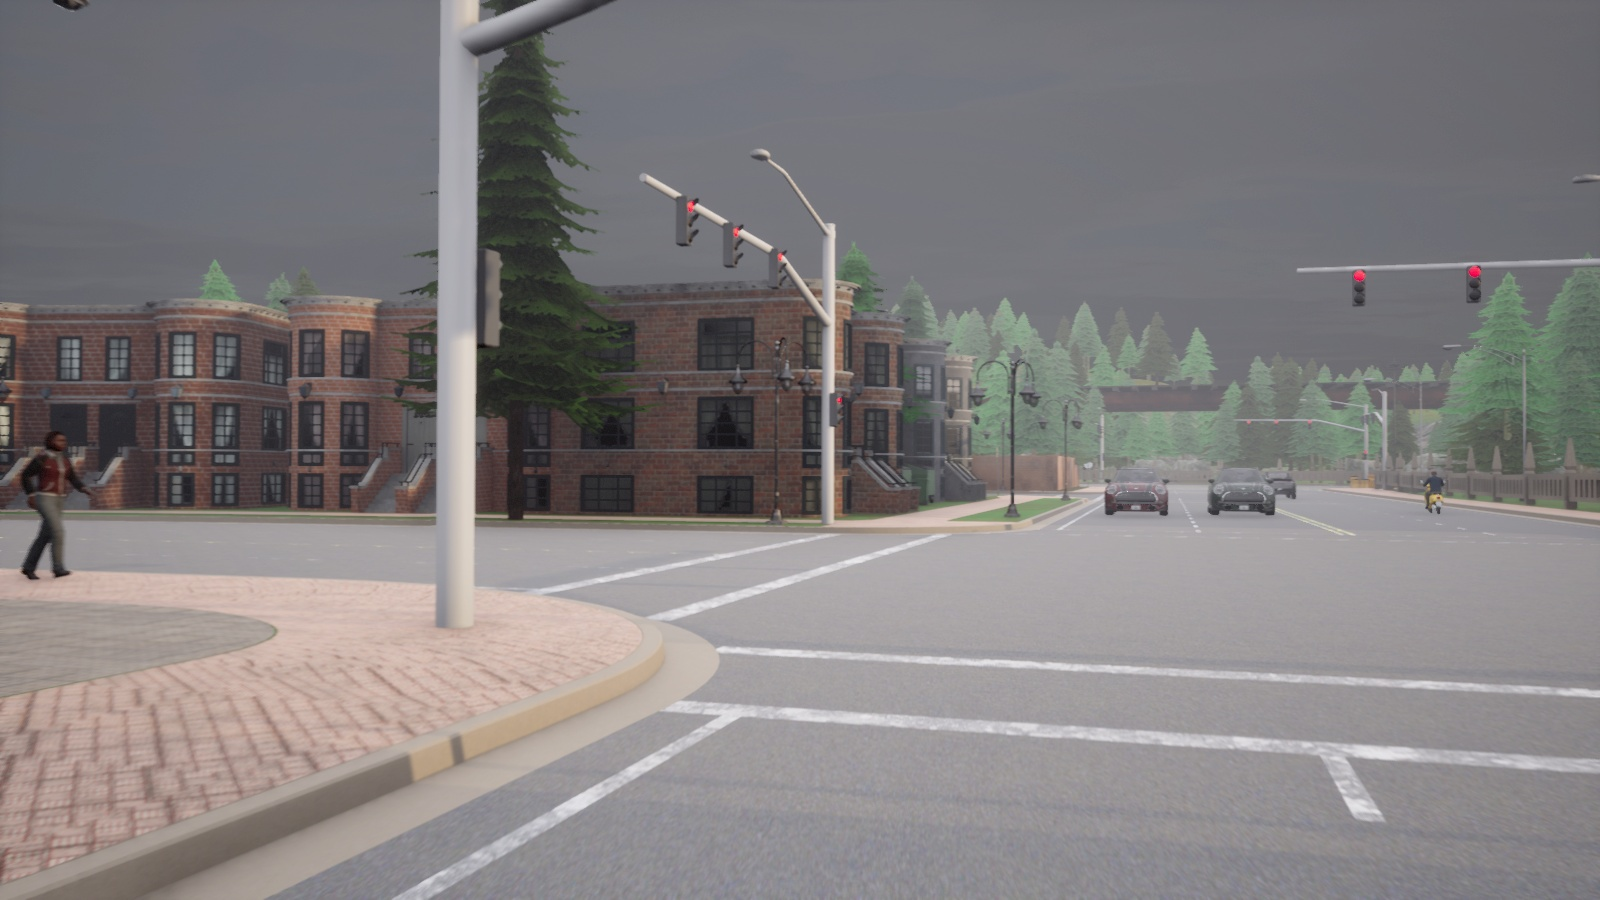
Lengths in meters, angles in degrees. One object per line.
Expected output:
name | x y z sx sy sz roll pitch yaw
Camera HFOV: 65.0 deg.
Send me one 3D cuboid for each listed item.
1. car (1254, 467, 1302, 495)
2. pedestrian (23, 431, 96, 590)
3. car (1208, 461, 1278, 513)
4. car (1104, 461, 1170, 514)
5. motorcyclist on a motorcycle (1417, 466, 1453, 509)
car | 26.949 1.734 70.967 2.128 1.511 4.902 0 -1 16
pedestrian | -9.137 0.739 15.497 0.666 1.930 0.402 0 -1 9
car | 15.651 1.281 44.558 2.097 1.767 4.553 0 -1 16
car | 11.872 1.289 44.095 2.097 1.767 4.553 0 -1 16
motorcyclist on a motorcycle | 23.514 1.376 46.542 0.866 1.590 1.817 0 -1 16
